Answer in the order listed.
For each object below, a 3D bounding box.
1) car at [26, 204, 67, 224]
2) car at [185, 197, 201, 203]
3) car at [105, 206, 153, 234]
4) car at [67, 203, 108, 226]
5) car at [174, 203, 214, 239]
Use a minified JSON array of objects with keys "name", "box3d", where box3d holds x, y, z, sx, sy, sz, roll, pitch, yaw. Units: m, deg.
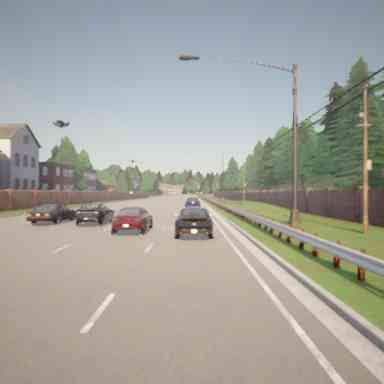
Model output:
[{"name":"car","box3d":[-10.404,1.602,24.961,2.033,1.411,5.357,0,0,0]},{"name":"car","box3d":[0.096,1.450,45.471,2.097,1.767,4.553,0,0,0]},{"name":"car","box3d":[-3.402,1.568,19.381,1.812,1.442,4.674,0,0,0]},{"name":"car","box3d":[-6.904,1.544,24.052,2.128,1.511,4.902,0,0,0]},{"name":"car","box3d":[0.098,1.544,17.719,1.837,1.490,4.892,0,0,0]}]
